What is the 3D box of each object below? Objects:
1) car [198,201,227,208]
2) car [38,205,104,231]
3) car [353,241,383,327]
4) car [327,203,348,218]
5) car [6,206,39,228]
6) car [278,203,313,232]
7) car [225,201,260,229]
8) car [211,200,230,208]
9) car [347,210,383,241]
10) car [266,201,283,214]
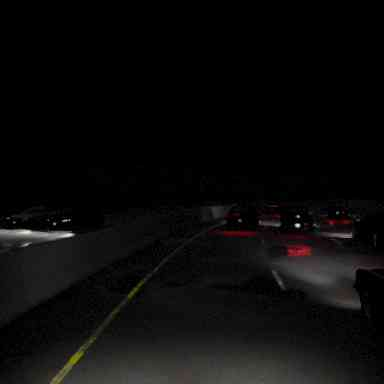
[{"bbox_3d":[2.364,1.866,40.678,1.882,1.535,5.008,0,-1,25],"label":"car"},{"bbox_3d":[-7.681,1.683,22.314,1.837,1.490,4.892,0,-1,14],"label":"car"},{"bbox_3d":[3.848,1.642,4.135,1.895,1.301,4.718,0,0,3],"label":"car"},{"bbox_3d":[14.929,1.853,34.073,1.812,1.442,4.674,0,-1,24],"label":"car"},{"bbox_3d":[-10.928,1.713,23.752,1.812,1.442,4.674,0,-1,14],"label":"car"},{"bbox_3d":[6.744,1.698,21.604,1.837,1.490,4.892,0,-1,15],"label":"car"},{"bbox_3d":[3.696,1.686,23.631,1.882,1.535,5.008,0,0,15],"label":"car"},{"bbox_3d":[5.315,2.247,61.362,1.895,1.301,4.718,0,-1,29],"label":"car"},{"bbox_3d":[8.807,1.643,15.097,1.837,1.490,4.892,0,-1,11],"label":"car"},{"bbox_3d":[10.369,1.887,40.630,2.128,1.511,4.902,0,-1,26],"label":"car"}]
